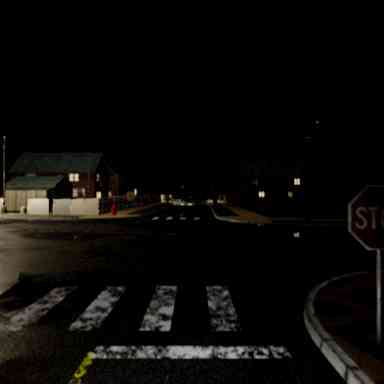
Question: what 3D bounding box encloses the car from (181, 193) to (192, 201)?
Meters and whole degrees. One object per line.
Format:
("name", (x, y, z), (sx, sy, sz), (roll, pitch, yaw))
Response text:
("car", (-1.147, 1.103, 70.933), (2.097, 1.767, 4.553), (0, 0, 2))
